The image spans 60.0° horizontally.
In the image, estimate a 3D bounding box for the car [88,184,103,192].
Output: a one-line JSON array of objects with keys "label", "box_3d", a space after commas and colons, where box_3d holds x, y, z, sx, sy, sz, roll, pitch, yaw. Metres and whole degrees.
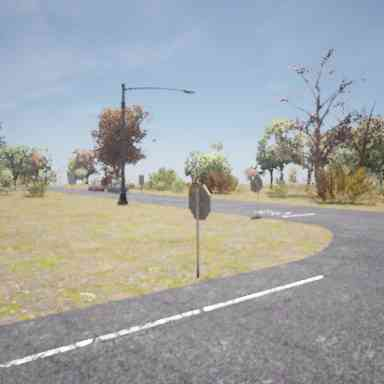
[{"label": "car", "box_3d": [-17.317, -0.799, 60.153, 1.994, 1.385, 4.181, -1, 2, -36]}]

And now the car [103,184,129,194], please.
[{"label": "car", "box_3d": [-11.705, -0.508, 52.374, 2.033, 1.411, 5.357, -1, 2, -36]}]
